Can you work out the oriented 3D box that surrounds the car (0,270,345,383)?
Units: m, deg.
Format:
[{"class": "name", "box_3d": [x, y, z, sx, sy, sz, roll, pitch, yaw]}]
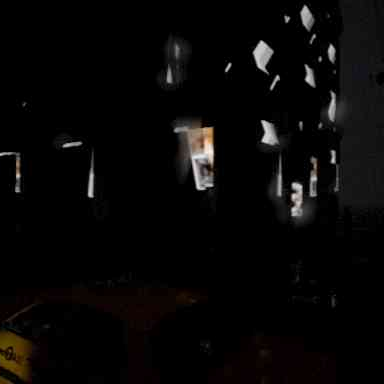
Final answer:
[{"class": "car", "box_3d": [-0.965, 1.526, 3.562, 4.829, 1.417, 1.752, 0, 0, 35]}]
